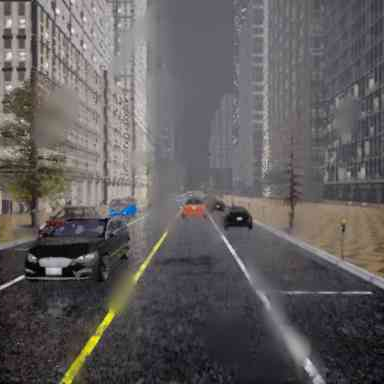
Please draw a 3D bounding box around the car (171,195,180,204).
[{"bbox_3d":[-2.723,1.650,64.060,1.895,1.301,4.718,0,0,1],"label":"car"}]

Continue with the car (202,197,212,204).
[{"bbox_3d":[2.987,1.629,66.574,1.947,1.339,4.313,0,0,0],"label":"car"}]

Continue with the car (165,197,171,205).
[{"bbox_3d":[-5.421,1.607,60.968,1.947,1.339,4.313,0,0,0],"label":"car"}]

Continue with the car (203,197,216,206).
[{"bbox_3d":[2.934,1.621,55.288,1.947,1.339,4.313,0,0,0],"label":"car"}]

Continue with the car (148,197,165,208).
[{"bbox_3d":[-5.473,1.614,49.686,1.802,1.307,4.206,0,0,0],"label":"car"}]

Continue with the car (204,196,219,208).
[{"bbox_3d":[2.906,1.491,49.646,1.967,1.590,4.097,0,0,0],"label":"car"}]

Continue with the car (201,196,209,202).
[{"bbox_3d":[3.040,1.616,77.859,1.887,1.381,4.507,0,0,0],"label":"car"}]

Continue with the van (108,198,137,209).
[{"bbox_3d":[-5.582,1.355,27.121,1.690,1.788,3.998,0,0,0],"label":"van"}]

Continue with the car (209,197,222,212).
[{"bbox_3d":[2.855,1.608,38.361,1.947,1.339,4.313,0,0,0],"label":"car"}]

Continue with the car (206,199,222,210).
[{"bbox_3d":[2.881,1.628,44.003,1.802,1.307,4.206,0,0,0],"label":"car"}]

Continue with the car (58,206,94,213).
[{"bbox_3d":[-5.633,1.444,15.839,1.967,1.590,4.097,0,0,0],"label":"car"}]

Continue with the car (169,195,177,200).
[{"bbox_3d":[-5.261,1.612,94.816,2.008,1.369,4.403,0,0,0],"label":"car"}]

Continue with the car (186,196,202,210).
[{"bbox_3d":[0.271,1.392,44.281,2.097,1.767,4.553,0,0,1],"label":"car"}]

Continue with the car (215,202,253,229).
[{"bbox_3d":[2.775,1.594,21.433,1.947,1.339,4.313,0,0,0],"label":"car"}]

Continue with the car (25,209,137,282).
[{"bbox_3d":[-3.059,1.495,9.835,2.128,1.511,4.902,0,0,0],"label":"car"}]

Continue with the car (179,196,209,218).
[{"bbox_3d":[0.208,1.383,30.202,2.097,1.767,4.553,0,0,1],"label":"car"}]
